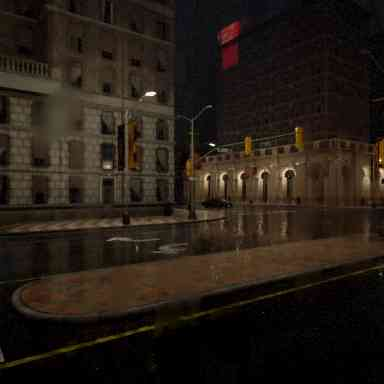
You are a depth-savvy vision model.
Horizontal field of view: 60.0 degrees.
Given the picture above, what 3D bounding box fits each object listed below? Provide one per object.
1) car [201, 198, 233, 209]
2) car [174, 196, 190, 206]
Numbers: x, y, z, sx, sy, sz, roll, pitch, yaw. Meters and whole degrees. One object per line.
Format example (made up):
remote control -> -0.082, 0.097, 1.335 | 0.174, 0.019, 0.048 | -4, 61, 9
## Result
car -> 3.439, 1.547, 46.936 | 2.033, 1.411, 5.357 | 0, 0, -36
car -> -2.131, 1.526, 54.791 | 1.812, 1.442, 4.674 | 0, 0, -35
